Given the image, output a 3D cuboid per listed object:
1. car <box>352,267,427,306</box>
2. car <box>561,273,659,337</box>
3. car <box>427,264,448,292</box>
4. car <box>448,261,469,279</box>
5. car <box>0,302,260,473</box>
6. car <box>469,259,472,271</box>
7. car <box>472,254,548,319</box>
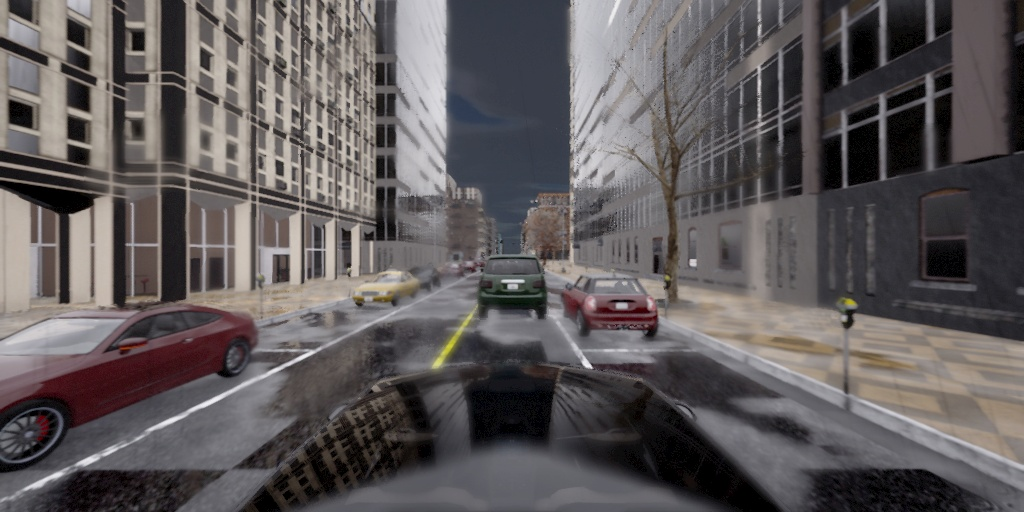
[{"bbox_3d":[-5.314,1.270,15.685,1.751,1.417,4.829,0,0,0],"label":"car"},{"bbox_3d":[2.565,1.187,10.306,1.967,1.591,4.097,0,0,0],"label":"car"},{"bbox_3d":[-5.313,1.307,21.402,1.948,1.339,4.313,0,0,0],"label":"car"},{"bbox_3d":[-5.311,1.318,32.498,1.802,1.307,4.207,0,0,0],"label":"car"},{"bbox_3d":[-5.315,1.331,4.760,1.802,1.307,4.207,0,0,0],"label":"car"},{"bbox_3d":[-5.310,1.274,43.593,1.888,1.381,4.507,0,0,0],"label":"car"},{"bbox_3d":[0.018,0.967,12.863,2.150,2.045,5.566,0,0,0],"label":"car"}]
